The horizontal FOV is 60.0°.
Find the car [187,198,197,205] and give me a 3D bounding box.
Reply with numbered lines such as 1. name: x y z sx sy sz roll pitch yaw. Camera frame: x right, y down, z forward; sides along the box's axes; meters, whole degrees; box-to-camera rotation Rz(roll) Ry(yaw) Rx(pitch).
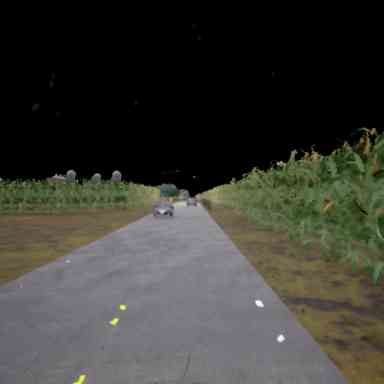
1. car: -0.003 1.923 69.200 1.994 1.385 4.181 0 -1 0

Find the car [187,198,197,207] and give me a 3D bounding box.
1. car: -0.003 1.859 58.774 2.128 1.511 4.902 0 -1 0

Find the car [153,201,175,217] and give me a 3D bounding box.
1. car: -2.754 1.676 33.318 2.128 1.511 4.902 0 0 0
